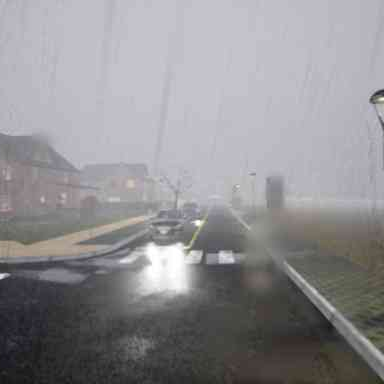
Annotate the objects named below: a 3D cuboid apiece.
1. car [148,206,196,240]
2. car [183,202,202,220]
[{"bbox_3d":[-1.215,1.781,19.140,2.128,1.511,4.902,-1,-1,5],"label":"car"},{"bbox_3d":[-0.118,1.825,33.670,2.097,1.767,4.553,-1,-1,4],"label":"car"}]
